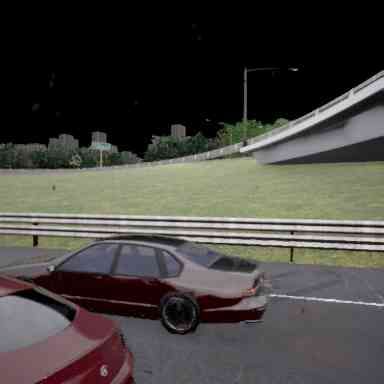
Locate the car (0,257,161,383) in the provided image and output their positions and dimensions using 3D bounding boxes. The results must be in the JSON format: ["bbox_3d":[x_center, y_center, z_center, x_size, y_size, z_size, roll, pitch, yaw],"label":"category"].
[{"bbox_3d":[-2.845,1.525,3.257,4.674,1.442,1.812,0,0,17],"label":"car"}]

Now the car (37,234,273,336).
[{"bbox_3d":[-1.217,1.547,6.412,5.357,1.411,2.033,0,0,17],"label":"car"}]
